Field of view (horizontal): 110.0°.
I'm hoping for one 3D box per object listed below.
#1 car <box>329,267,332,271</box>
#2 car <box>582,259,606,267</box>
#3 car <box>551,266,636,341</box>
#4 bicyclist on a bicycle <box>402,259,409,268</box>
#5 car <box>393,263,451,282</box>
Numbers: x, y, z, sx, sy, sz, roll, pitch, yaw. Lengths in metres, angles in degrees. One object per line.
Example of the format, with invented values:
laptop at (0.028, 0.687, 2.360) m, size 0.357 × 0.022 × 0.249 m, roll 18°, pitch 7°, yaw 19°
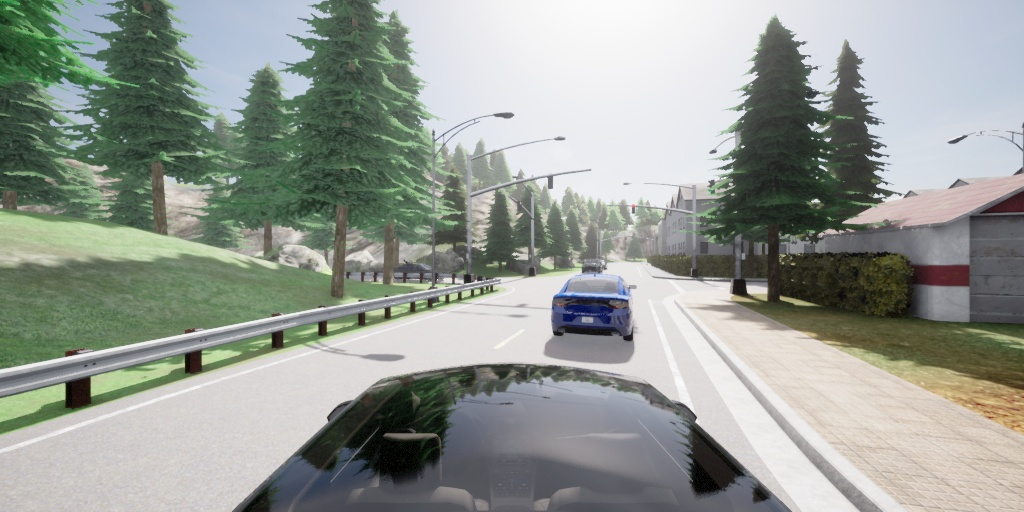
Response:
car at (-18.950, 1.257, 33.236) m, size 4.902 × 1.511 × 2.128 m, roll 0°, pitch 0°, yaw 18°
car at (9.614, 1.102, 42.821) m, size 2.097 × 1.767 × 4.553 m, roll 0°, pitch 0°, yaw 19°
car at (2.412, 1.228, 10.092) m, size 1.882 × 1.535 × 5.008 m, roll 0°, pitch 0°, yaw 18°
bicyclist on a bicycle at (-11.291, 1.167, 38.122) m, size 0.582 × 1.620 × 1.656 m, roll -2°, pitch 5°, yaw 18°
car at (-7.650, 1.313, 29.487) m, size 5.357 × 1.411 × 2.033 m, roll 0°, pitch 0°, yaw 19°
